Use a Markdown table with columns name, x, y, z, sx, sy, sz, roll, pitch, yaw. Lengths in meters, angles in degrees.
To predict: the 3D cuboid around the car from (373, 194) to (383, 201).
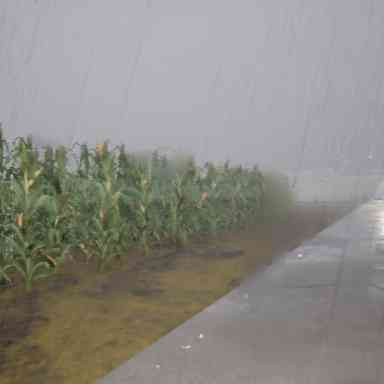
| name | x | y | z | sx | sy | sz | roll | pitch | yaw |
| --- | --- | --- | --- | --- | --- | --- | --- | --- | --- |
| car | 41.667 | 1.233 | 74.444 | 2.033 | 1.411 | 5.357 | -3 | -1 | 30 |
